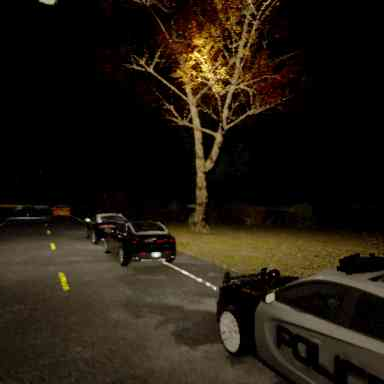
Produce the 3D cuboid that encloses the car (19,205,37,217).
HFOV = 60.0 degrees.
[{"bbox_3d":[-20.895,2.402,42.495,2.033,1.411,5.357,1,-2,-25],"label":"car"}]

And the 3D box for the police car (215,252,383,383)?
[{"bbox_3d":[2.007,1.543,3.878,1.930,1.638,5.238,1,-2,-25],"label":"police car"}]

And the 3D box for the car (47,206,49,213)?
[{"bbox_3d":[-22.489,2.623,54.272,1.837,1.490,4.892,1,-1,-25],"label":"car"}]

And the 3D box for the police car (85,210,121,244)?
[{"bbox_3d":[-4.722,1.837,18.384,1.930,1.638,5.238,1,-2,-25],"label":"police car"}]

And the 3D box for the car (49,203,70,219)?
[{"bbox_3d":[-15.717,2.310,39.754,1.882,1.535,5.008,1,-1,-24],"label":"car"}]

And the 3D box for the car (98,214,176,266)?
[{"bbox_3d":[-2.157,1.805,12.839,1.837,1.490,4.892,1,-2,-25],"label":"car"}]
